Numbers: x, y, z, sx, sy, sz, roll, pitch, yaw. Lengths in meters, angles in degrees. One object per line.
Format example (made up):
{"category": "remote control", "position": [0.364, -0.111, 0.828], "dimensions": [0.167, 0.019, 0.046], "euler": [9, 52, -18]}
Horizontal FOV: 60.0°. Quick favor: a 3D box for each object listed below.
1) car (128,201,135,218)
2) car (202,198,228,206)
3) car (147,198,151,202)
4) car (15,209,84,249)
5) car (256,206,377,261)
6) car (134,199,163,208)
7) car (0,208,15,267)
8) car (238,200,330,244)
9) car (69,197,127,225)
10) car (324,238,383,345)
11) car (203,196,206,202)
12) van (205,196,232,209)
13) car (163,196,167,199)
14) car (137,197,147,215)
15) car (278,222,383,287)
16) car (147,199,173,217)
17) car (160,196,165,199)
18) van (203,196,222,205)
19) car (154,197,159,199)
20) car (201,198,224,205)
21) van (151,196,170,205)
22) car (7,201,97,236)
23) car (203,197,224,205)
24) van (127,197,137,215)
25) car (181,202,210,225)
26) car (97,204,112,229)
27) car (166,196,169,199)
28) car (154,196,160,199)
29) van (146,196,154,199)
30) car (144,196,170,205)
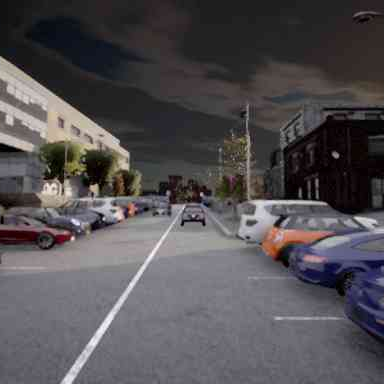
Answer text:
{"category": "car", "position": [-7.681, 1.769, 28.596], "dimensions": [4.792, 1.488, 2.163], "euler": [0, -1, 0]}
{"category": "car", "position": [4.859, 2.118, 70.641], "dimensions": [5.366, 1.575, 1.946], "euler": [0, -1, 0]}
{"category": "car", "position": [-7.648, 1.840, 39.647], "dimensions": [5.008, 1.535, 2.097], "euler": [0, -1, 0]}
{"category": "car", "position": [-7.621, 1.643, 14.628], "dimensions": [4.792, 1.488, 2.163], "euler": [0, -1, 0]}
{"category": "car", "position": [4.648, 1.454, 10.770], "dimensions": [4.553, 1.767, 2.185], "euler": [0, -1, 0]}
{"category": "car", "position": [-7.684, 2.047, 59.325], "dimensions": [4.792, 1.488, 2.163], "euler": [0, -1, 0]}
{"category": "car", "position": [-7.682, 1.436, 8.919], "dimensions": [4.553, 1.767, 2.185], "euler": [0, -1, 0]}
{"category": "car", "position": [4.707, 1.353, 13.583], "dimensions": [5.566, 2.045, 2.435], "euler": [0, -1, 0]}
{"category": "car", "position": [-7.680, 1.438, 23.012], "dimensions": [5.566, 2.045, 2.435], "euler": [0, -1, 0]}
{"category": "car", "position": [4.676, 1.565, 4.767], "dimensions": [4.674, 1.452, 2.002], "euler": [0, -1, 0]}
{"category": "car", "position": [4.703, 1.745, 56.814], "dimensions": [5.566, 2.045, 2.435], "euler": [0, -1, 0]}
{"category": "van", "position": [4.792, 1.745, 54.022], "dimensions": [4.442, 1.987, 1.878], "euler": [0, -1, 0]}
{"category": "car", "position": [-7.841, 2.040, 62.120], "dimensions": [5.366, 1.575, 1.946], "euler": [0, -1, 0]}
{"category": "car", "position": [-7.684, 1.690, 36.978], "dimensions": [4.553, 1.767, 2.185], "euler": [0, -1, 0]}
{"category": "car", "position": [4.676, 1.593, 7.830], "dimensions": [4.674, 1.452, 2.002], "euler": [0, 0, 0]}
{"category": "car", "position": [-3.098, 1.812, 35.295], "dimensions": [2.128, 1.511, 4.902], "euler": [0, 0, 0]}
{"category": "car", "position": [-7.840, 1.990, 56.533], "dimensions": [5.366, 1.575, 1.946], "euler": [0, -1, 0]}
{"category": "van", "position": [4.790, 2.000, 79.127], "dimensions": [4.442, 1.987, 1.878], "euler": [0, -1, 0]}
{"category": "car", "position": [-7.648, 1.918, 48.153], "dimensions": [4.892, 1.521, 2.231], "euler": [0, -1, 0]}
{"category": "car", "position": [4.679, 2.178, 76.348], "dimensions": [5.008, 1.535, 2.097], "euler": [0, -1, 0]}
{"category": "van", "position": [-7.774, 2.061, 81.651], "dimensions": [4.442, 1.987, 1.878], "euler": [0, -1, 0]}
{"category": "car", "position": [-7.683, 1.513, 17.425], "dimensions": [4.553, 1.767, 2.185], "euler": [0, -1, 0]}
{"category": "car", "position": [4.642, 2.022, 73.560], "dimensions": [4.553, 1.767, 2.185], "euler": [0, -1, 0]}
{"category": "van", "position": [-7.770, 1.539, 31.394], "dimensions": [4.442, 1.987, 1.878], "euler": [0, -1, 0]}
{"category": "car", "position": [0.097, 1.784, 26.041], "dimensions": [2.033, 1.411, 5.357], "euler": [0, -1, 0]}
{"category": "car", "position": [-7.681, 1.693, 20.217], "dimensions": [4.792, 1.488, 2.163], "euler": [0, -1, 0]}
{"category": "car", "position": [-7.627, 2.149, 70.500], "dimensions": [4.792, 1.488, 2.163], "euler": [0, -1, 0]}
{"category": "car", "position": [-7.622, 1.816, 50.945], "dimensions": [4.553, 1.767, 2.185], "euler": [0, -1, 0]}
{"category": "van", "position": [-7.537, 1.640, 42.567], "dimensions": [4.442, 1.987, 1.878], "euler": [0, -1, 0]}
{"category": "car", "position": [-7.628, 1.893, 73.297], "dimensions": [5.566, 2.045, 2.435], "euler": [0, -1, 0]}
